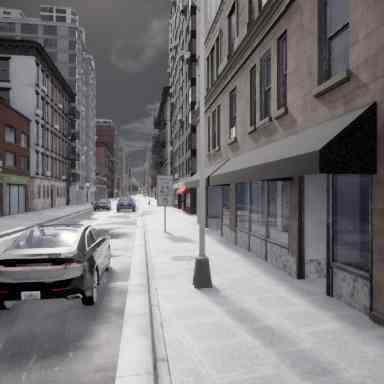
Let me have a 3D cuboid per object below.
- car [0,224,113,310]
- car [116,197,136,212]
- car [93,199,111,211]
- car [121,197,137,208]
[{"bbox_3d":[-3.030,1.497,7.893,2.128,1.511,4.902,0,0,-9],"label":"car"},{"bbox_3d":[-7.865,1.402,39.966,2.097,1.767,4.553,0,0,-8],"label":"car"},{"bbox_3d":[-11.324,1.604,42.339,2.033,1.411,5.357,0,0,-9],"label":"car"},{"bbox_3d":[-9.432,1.561,49.845,2.128,1.511,4.902,0,0,-9],"label":"car"}]
